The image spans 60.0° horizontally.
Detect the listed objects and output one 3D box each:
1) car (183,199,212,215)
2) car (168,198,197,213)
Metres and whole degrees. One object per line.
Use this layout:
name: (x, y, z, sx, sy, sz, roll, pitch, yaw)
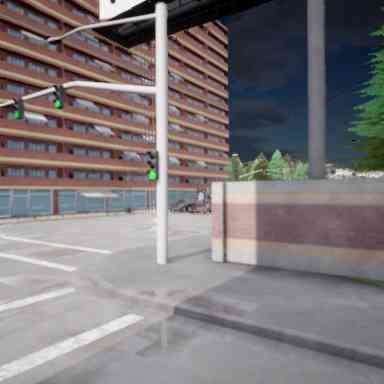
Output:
car: (1.332, 1.690, 35.293, 1.994, 1.385, 4.181, 0, 0, 35)
car: (-0.784, 1.502, 38.369, 2.097, 1.767, 4.553, 0, 0, 35)
